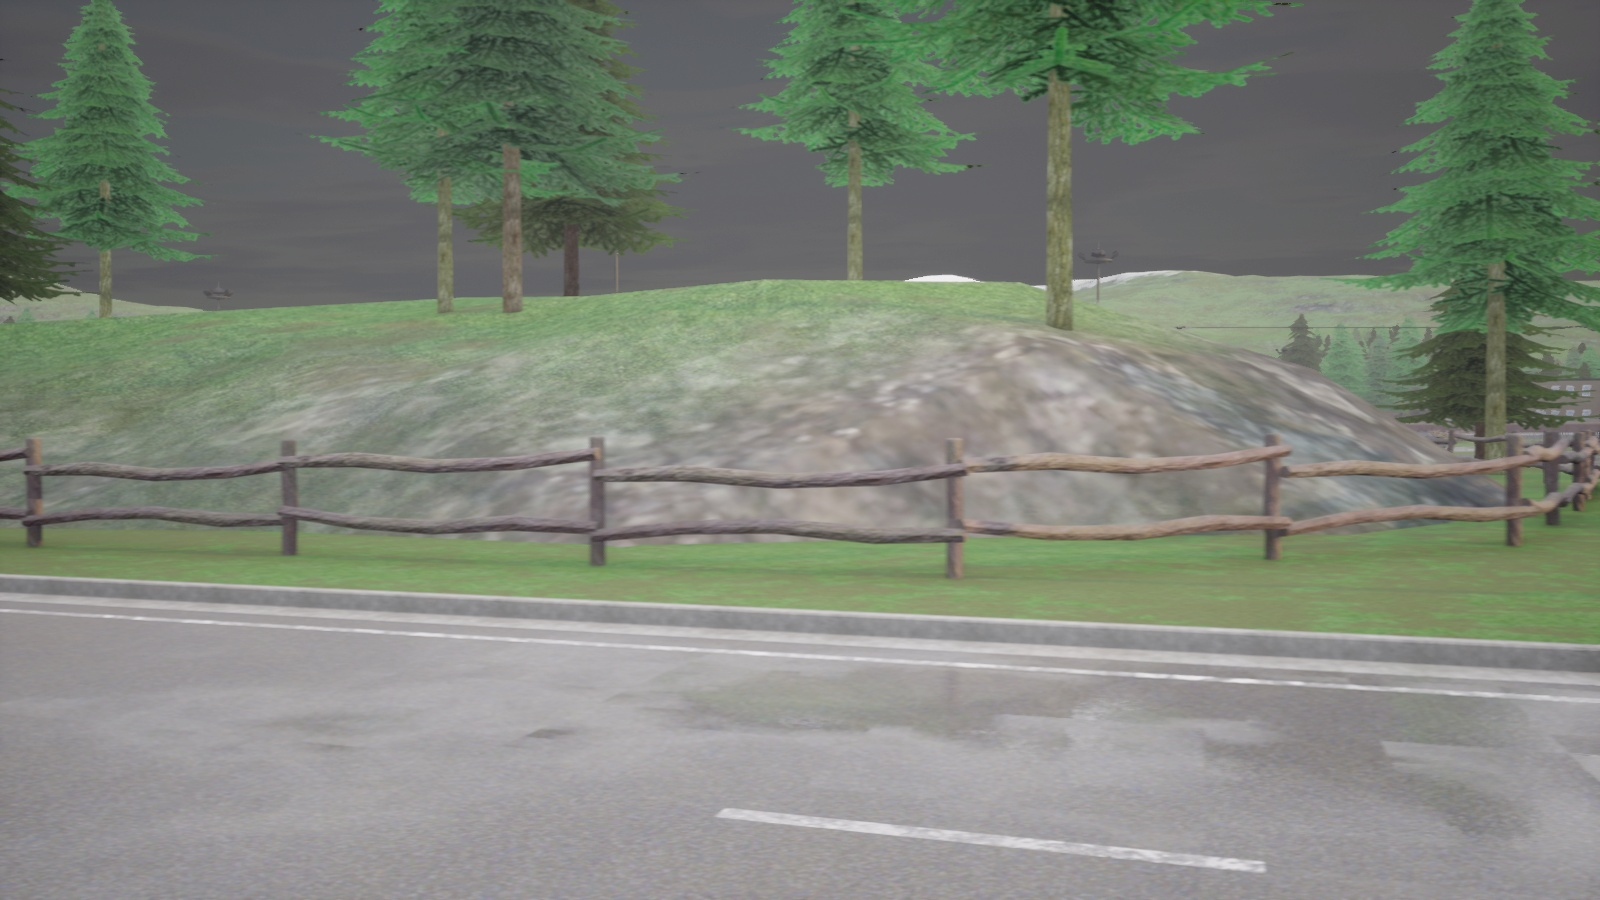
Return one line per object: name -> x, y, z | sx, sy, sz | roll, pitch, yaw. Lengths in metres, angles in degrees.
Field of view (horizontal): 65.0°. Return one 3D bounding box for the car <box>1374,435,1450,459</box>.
car -> 36.770, -0.196, 75.418 | 5.357, 1.411, 2.033 | -1, 1, -40
